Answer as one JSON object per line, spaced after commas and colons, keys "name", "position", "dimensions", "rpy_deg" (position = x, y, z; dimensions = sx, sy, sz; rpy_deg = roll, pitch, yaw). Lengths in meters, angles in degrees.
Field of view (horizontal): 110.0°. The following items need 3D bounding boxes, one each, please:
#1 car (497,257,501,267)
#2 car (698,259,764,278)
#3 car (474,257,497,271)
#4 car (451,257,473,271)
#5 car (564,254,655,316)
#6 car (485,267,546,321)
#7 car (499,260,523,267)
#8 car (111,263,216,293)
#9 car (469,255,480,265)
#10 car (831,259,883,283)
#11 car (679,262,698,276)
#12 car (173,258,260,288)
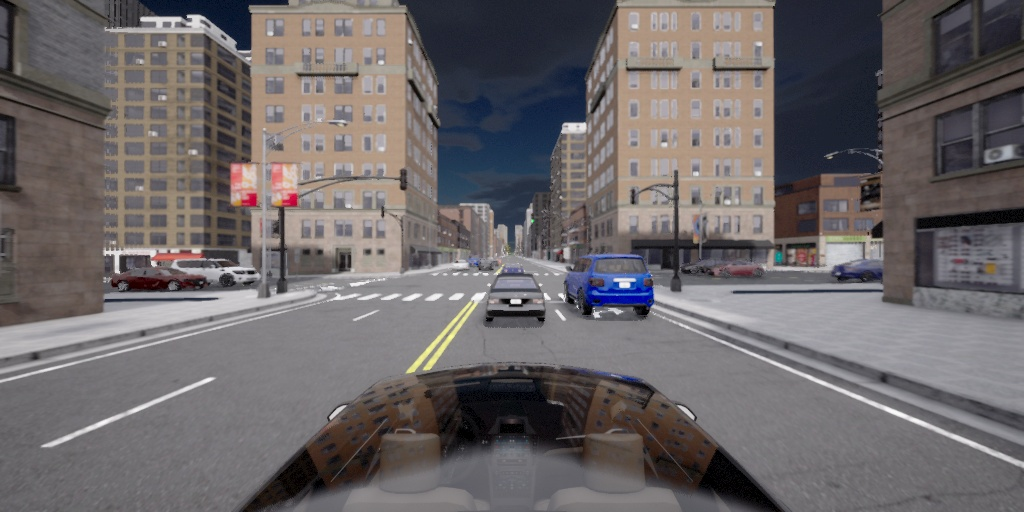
{"name": "car", "position": [-3.312, 1.206, 62.540], "dimensions": [1.994, 1.385, 4.181], "rpy_deg": [0, 0, 1]}
{"name": "car", "position": [18.000, 1.029, 29.217], "dimensions": [4.181, 1.385, 1.994], "rpy_deg": [-1, 0, 0]}
{"name": "car", "position": [-3.375, 1.182, 46.459], "dimensions": [1.837, 1.490, 4.892], "rpy_deg": [0, 0, 0]}
{"name": "car", "position": [-6.627, 1.203, 46.423], "dimensions": [1.812, 1.442, 4.674], "rpy_deg": [0, 0, 0]}
{"name": "car", "position": [3.349, 0.956, 13.314], "dimensions": [2.150, 2.045, 5.566], "rpy_deg": [0, 0, 0]}
{"name": "car", "position": [0.103, 1.284, 12.285], "dimensions": [2.033, 1.411, 5.357], "rpy_deg": [0, 0, 0]}
{"name": "car", "position": [0.065, 1.305, 33.646], "dimensions": [1.895, 1.301, 4.718], "rpy_deg": [0, 0, 0]}
{"name": "car", "position": [-22.093, 1.452, 22.612], "dimensions": [5.008, 1.535, 1.882], "rpy_deg": [-1, 0, 0]}
{"name": "car", "position": [-6.567, 0.862, 62.575], "dimensions": [2.150, 2.045, 5.566], "rpy_deg": [0, 0, 1]}
{"name": "car", "position": [22.793, 0.916, 22.535], "dimensions": [4.674, 1.442, 1.812], "rpy_deg": [-1, 0, 0]}
{"name": "car", "position": [17.923, 1.019, 32.468], "dimensions": [5.357, 1.411, 2.033], "rpy_deg": [-1, 0, 0]}
{"name": "car", "position": [-21.456, 1.192, 25.861], "dimensions": [5.566, 2.045, 2.150], "rpy_deg": [-1, 0, 0]}
